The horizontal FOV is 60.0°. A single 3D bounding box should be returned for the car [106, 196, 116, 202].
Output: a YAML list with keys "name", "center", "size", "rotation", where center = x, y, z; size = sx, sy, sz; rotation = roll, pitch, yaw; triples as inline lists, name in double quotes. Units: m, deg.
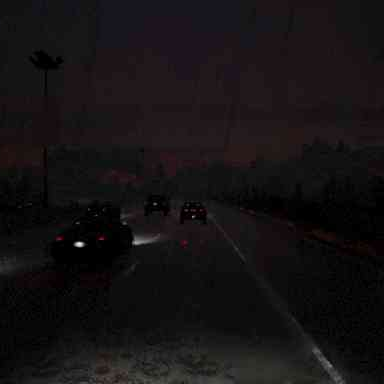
- name: "car"
  center: [-18.747, 1.662, 77.300]
  size: [1.994, 1.385, 4.181]
  rotation: [0, 0, -10]

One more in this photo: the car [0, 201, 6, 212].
- name: "car"
  center: [-21.102, 1.598, 35.195]
  size: [1.895, 1.301, 4.718]
  rotation: [0, 0, 0]

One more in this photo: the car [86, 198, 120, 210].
- name: "car"
  center: [-6.905, 1.482, 26.233]
  size: [2.128, 1.511, 4.902]
  rotation: [0, 0, 0]

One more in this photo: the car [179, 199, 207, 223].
- name: "car"
  center: [0.094, 1.481, 25.100]
  size: [2.128, 1.511, 4.902]
  rotation: [0, 0, 0]

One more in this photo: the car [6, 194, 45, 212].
- name: "car"
  center: [-17.601, 1.219, 36.666]
  size: [2.150, 2.045, 5.566]
  rotation: [0, 0, 0]

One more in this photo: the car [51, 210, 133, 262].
- name: "car"
  center: [-3.403, 1.556, 12.047]
  size: [1.994, 1.385, 4.181]
  rotation: [0, 0, 0]

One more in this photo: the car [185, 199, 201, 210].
- name: "car"
  center: [0.091, 1.610, 42.965]
  size: [1.895, 1.301, 4.718]
  rotation: [0, 0, 0]

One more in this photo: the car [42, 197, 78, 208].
- name: "car"
  center: [-14.099, 1.490, 36.691]
  size: [2.128, 1.511, 4.902]
  rotation: [0, 0, 0]

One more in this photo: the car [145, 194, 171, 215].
- name: "car"
  center: [-3.408, 1.217, 33.434]
  size: [2.150, 2.045, 5.566]
  rotation: [0, 0, 0]

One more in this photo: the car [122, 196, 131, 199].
- name: "car"
  center: [-15.226, 1.604, 77.473]
  size: [1.837, 1.490, 4.892]
  rotation: [0, 0, -10]

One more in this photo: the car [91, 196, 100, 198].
- name: "car"
  center: [-22.128, 1.635, 76.306]
  size: [1.812, 1.442, 4.674]
  rotation: [0, 0, -10]
